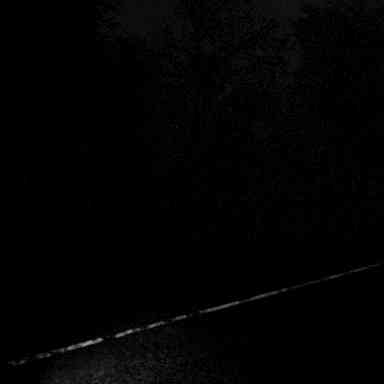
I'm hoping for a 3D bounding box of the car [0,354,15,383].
[{"bbox_3d":[-3.387,1.518,1.329,4.892,1.490,1.837,0,0,-36],"label":"car"}]
